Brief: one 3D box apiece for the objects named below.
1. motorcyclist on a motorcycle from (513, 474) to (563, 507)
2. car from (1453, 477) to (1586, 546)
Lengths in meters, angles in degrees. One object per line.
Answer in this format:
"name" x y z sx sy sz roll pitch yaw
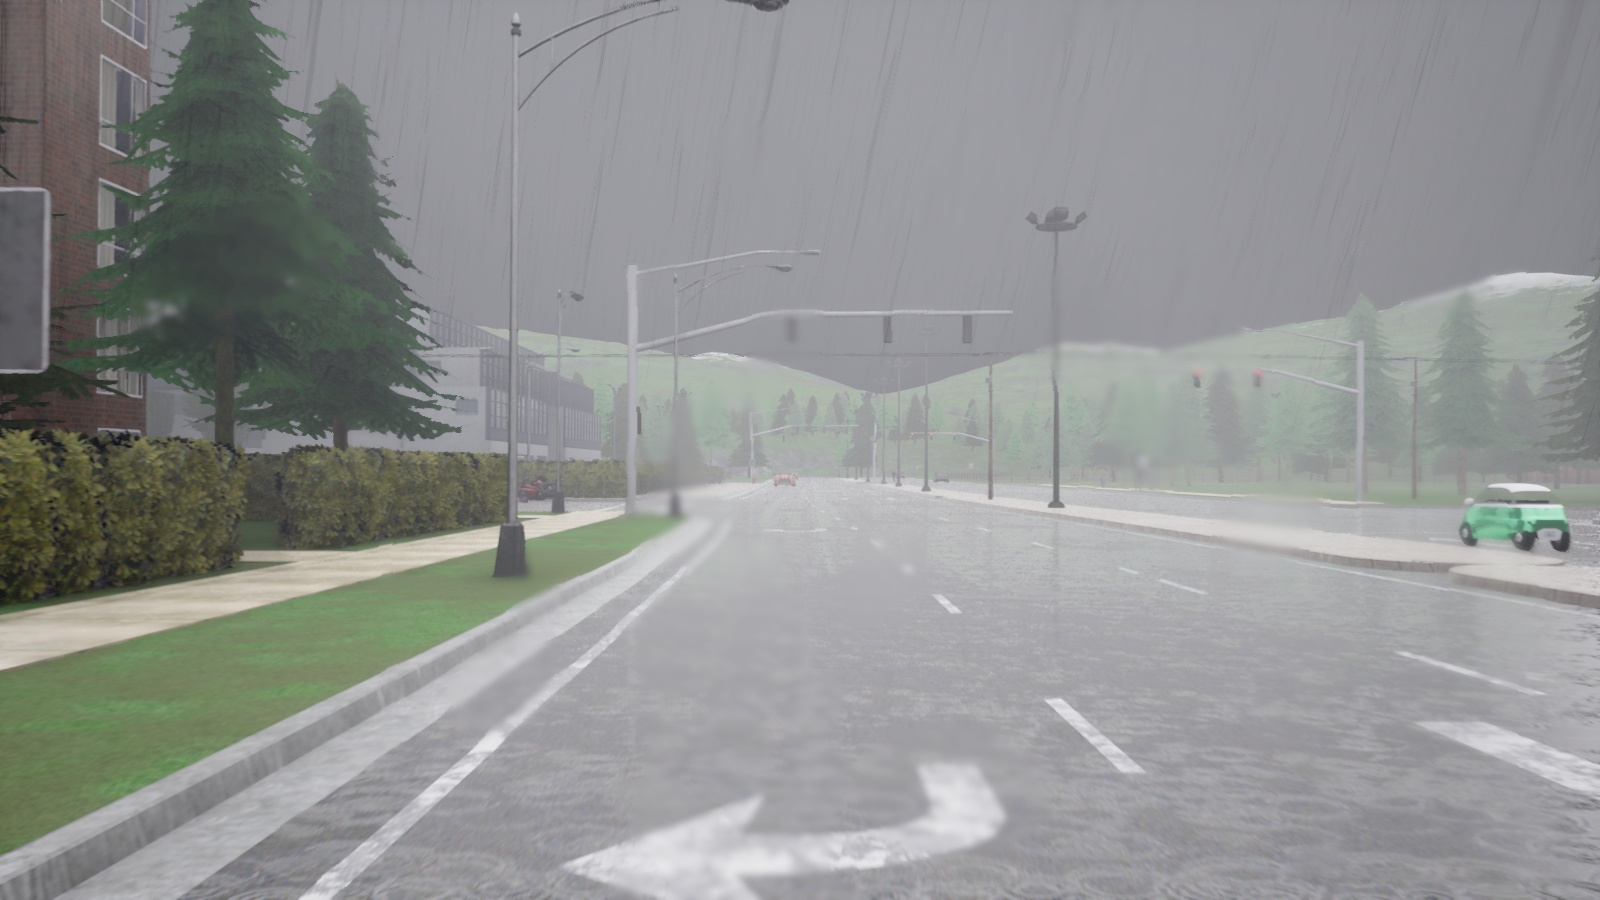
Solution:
"motorcyclist on a motorcycle" -12.387 1.896 59.425 2.191 1.530 0.866 -1 -1 1
"car" 14.932 1.250 26.164 1.481 1.376 2.207 0 -1 -1
